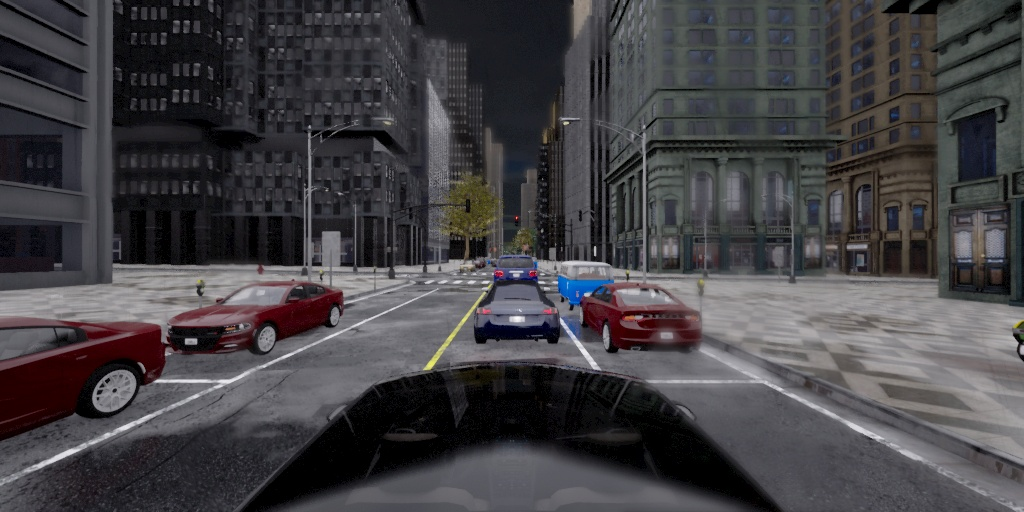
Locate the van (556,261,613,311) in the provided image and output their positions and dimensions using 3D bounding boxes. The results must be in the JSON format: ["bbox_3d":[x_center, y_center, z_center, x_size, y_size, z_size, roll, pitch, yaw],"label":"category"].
[{"bbox_3d":[2.787,1.093,14.197,1.690,1.789,3.998,0,0,0],"label":"van"}]

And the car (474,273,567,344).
[{"bbox_3d":[0.108,1.315,9.631,1.994,1.385,4.181,0,0,0],"label":"car"}]

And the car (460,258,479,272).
[{"bbox_3d":[-5.733,1.297,46.620,1.751,1.417,4.829,0,0,0],"label":"car"}]

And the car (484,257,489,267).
[{"bbox_3d":[-5.714,1.102,62.659,2.192,1.841,5.009,0,0,0],"label":"car"}]

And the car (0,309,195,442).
[{"bbox_3d":[-5.777,1.295,3.172,1.888,1.381,4.507,0,0,0],"label":"car"}]

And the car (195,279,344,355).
[{"bbox_3d":[-5.774,1.296,8.697,1.888,1.381,4.507,0,0,0],"label":"car"}]

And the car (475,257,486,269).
[{"bbox_3d":[-5.718,1.326,57.370,1.888,1.381,4.507,0,0,0],"label":"car"}]

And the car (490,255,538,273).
[{"bbox_3d":[0.134,0.975,19.043,2.150,2.045,5.566,0,0,-1],"label":"car"}]

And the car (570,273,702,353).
[{"bbox_3d":[2.782,1.296,8.672,1.888,1.381,4.507,0,0,0],"label":"car"}]
